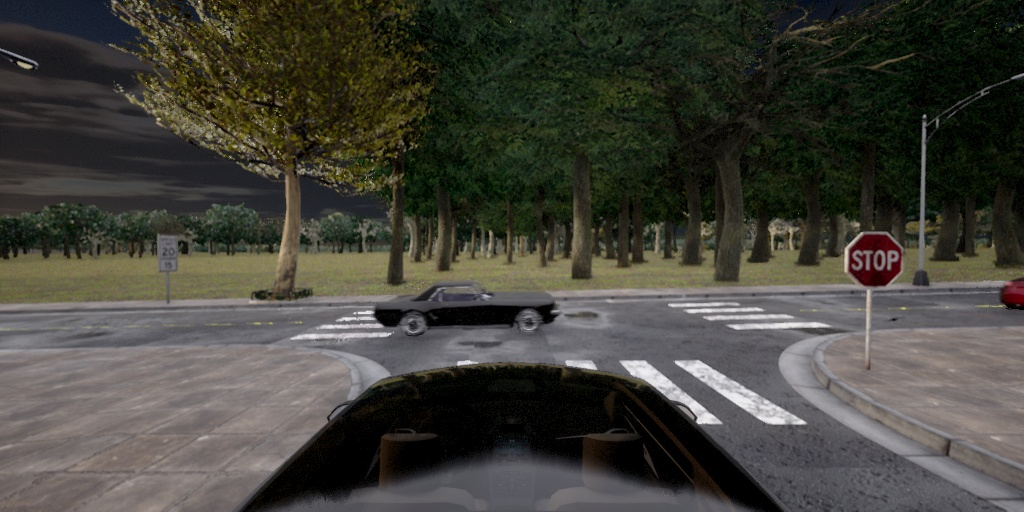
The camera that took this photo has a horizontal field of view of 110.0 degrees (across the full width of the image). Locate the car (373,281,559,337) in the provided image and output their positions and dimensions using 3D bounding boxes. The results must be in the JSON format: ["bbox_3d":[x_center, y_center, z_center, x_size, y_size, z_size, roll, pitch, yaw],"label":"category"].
[{"bbox_3d":[-1.121,1.341,9.820,4.718,1.301,1.895,-1,1,0],"label":"car"}]

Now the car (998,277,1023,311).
[{"bbox_3d":[16.404,0.905,9.815,4.181,1.385,1.994,-1,1,0],"label":"car"}]
